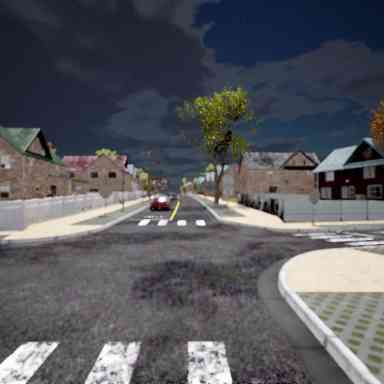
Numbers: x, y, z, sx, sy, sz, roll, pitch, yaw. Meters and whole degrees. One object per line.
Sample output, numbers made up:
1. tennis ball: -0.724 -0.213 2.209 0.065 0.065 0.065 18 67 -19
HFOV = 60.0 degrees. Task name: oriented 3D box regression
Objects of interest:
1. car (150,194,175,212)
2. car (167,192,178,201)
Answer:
1. car: -2.947 1.123 31.935 1.895 1.301 4.718 0 1 -1
2. car: -3.648 0.732 59.256 2.128 1.511 4.902 0 1 -2
